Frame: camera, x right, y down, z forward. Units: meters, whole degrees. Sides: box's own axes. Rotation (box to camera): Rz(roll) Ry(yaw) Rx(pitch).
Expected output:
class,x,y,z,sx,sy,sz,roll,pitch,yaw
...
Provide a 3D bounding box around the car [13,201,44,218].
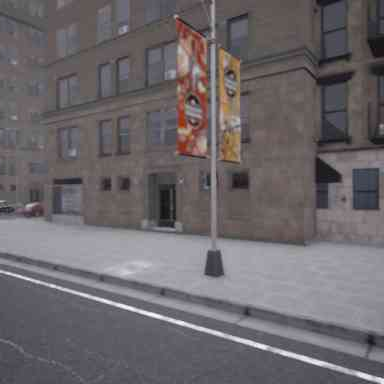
class,x,y,z,sx,sy,sz,roll,pitch,yaw
car,-12.617,1.526,28.691,1.802,1.307,4.206,0,0,35

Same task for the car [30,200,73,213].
class,x,y,z,sx,sy,sz,roll,pitch,yaw
car,-15.951,1.565,37.841,1.802,1.307,4.206,0,0,35

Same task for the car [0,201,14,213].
class,x,y,z,sx,sy,sz,roll,pitch,yaw
car,-19.154,1.551,33.347,1.947,1.339,4.313,0,0,35
